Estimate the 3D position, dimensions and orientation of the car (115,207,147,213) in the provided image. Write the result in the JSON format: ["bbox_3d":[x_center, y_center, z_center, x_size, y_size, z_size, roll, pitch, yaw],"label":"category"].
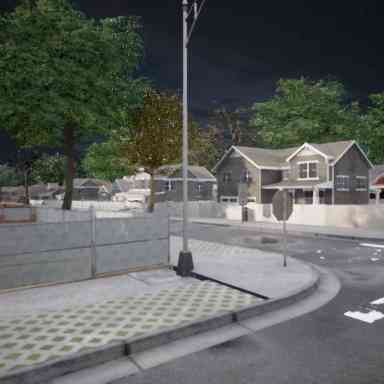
[{"bbox_3d":[-4.615,1.924,25.939,1.812,1.442,4.674,0,-1,-36],"label":"car"}]

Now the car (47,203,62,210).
[{"bbox_3d":[-17.687,2.228,43.907,1.882,1.535,5.008,0,-1,-36],"label":"car"}]
